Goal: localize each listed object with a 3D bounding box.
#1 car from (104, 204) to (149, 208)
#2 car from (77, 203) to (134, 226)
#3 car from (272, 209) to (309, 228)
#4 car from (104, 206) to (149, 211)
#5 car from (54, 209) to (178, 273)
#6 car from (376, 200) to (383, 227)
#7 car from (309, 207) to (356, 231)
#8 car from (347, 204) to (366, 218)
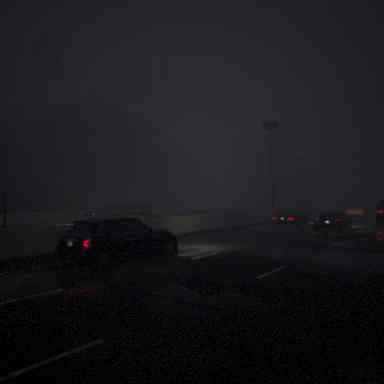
[{"bbox_3d":[-5.974,2.112,31.550,2.150,2.045,5.566,-2,-2,34],"label":"car"},{"bbox_3d":[-8.628,2.214,33.867,2.150,2.045,5.566,-2,-2,34],"label":"car"},{"bbox_3d":[8.178,2.090,27.185,2.033,1.411,5.357,-2,-2,33],"label":"car"},{"bbox_3d":[-4.633,2.243,27.370,1.882,1.535,5.008,-2,-2,35],"label":"car"},{"bbox_3d":[-2.588,1.712,12.379,2.097,1.767,4.553,-2,-2,39],"label":"car"},{"bbox_3d":[15.878,1.611,26.292,2.150,2.045,5.566,-2,-2,32],"label":"car"},{"bbox_3d":[10.162,1.992,23.917,1.994,1.385,4.181,-2,-2,34],"label":"car"},{"bbox_3d":[18.644,2.110,38.002,1.882,1.535,5.008,-2,-2,29],"label":"car"}]
